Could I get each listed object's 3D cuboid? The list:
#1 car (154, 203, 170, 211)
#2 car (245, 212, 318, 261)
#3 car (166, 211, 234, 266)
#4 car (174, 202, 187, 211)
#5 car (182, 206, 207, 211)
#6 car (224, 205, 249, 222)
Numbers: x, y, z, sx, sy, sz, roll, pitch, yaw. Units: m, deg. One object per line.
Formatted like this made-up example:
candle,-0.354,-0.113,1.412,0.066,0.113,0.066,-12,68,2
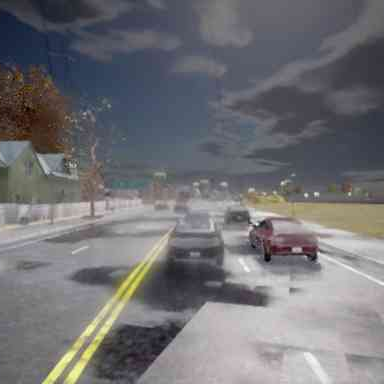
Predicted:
car,-4.866,2.398,54.050,1.895,1.301,4.718,0,-1,4
car,3.422,1.710,12.946,1.812,1.442,4.674,0,-1,2
car,0.153,1.666,12.264,2.128,1.511,4.902,0,-1,1
car,-1.739,2.313,52.189,2.033,1.411,5.357,0,-1,4
car,0.479,1.982,26.610,1.895,1.301,4.718,0,-1,2
car,3.808,1.884,28.367,1.882,1.535,5.008,0,0,2
